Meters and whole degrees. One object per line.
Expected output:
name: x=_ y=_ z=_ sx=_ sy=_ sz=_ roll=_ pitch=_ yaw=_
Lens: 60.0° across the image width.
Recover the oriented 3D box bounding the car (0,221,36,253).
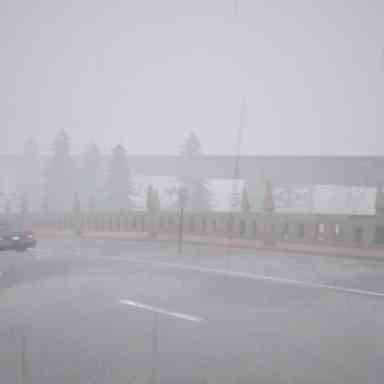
car: x=-9.084 y=2.016 z=14.771 sx=5.357 sy=1.411 sz=2.033 roll=-3 pitch=-2 yaw=35
